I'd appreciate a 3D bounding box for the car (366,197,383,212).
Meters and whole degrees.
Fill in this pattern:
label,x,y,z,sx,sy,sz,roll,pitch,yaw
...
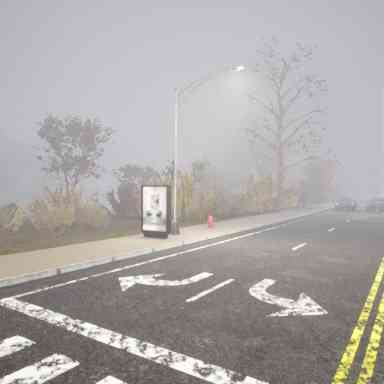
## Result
label,x,y,z,sx,sy,sz,roll,pitch,yaw
car,21.330,1.392,38.257,2.097,1.767,4.553,0,0,30

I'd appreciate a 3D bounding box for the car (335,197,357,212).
label,x,y,z,sx,sy,sz,roll,pitch,yaw
car,18.519,1.389,39.887,2.097,1.767,4.553,0,0,30
